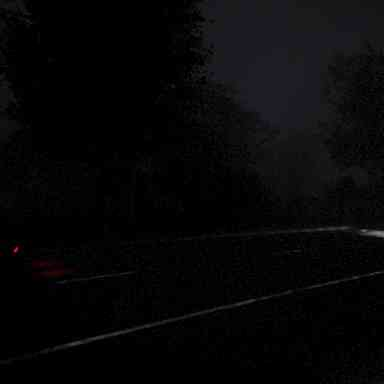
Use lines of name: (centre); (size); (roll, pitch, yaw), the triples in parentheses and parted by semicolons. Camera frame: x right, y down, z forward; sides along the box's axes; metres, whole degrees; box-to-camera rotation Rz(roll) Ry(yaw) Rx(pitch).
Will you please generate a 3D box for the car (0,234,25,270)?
car: (-6.835, 1.458, 7.563); (5.357, 1.411, 2.033); (1, 0, -36)
